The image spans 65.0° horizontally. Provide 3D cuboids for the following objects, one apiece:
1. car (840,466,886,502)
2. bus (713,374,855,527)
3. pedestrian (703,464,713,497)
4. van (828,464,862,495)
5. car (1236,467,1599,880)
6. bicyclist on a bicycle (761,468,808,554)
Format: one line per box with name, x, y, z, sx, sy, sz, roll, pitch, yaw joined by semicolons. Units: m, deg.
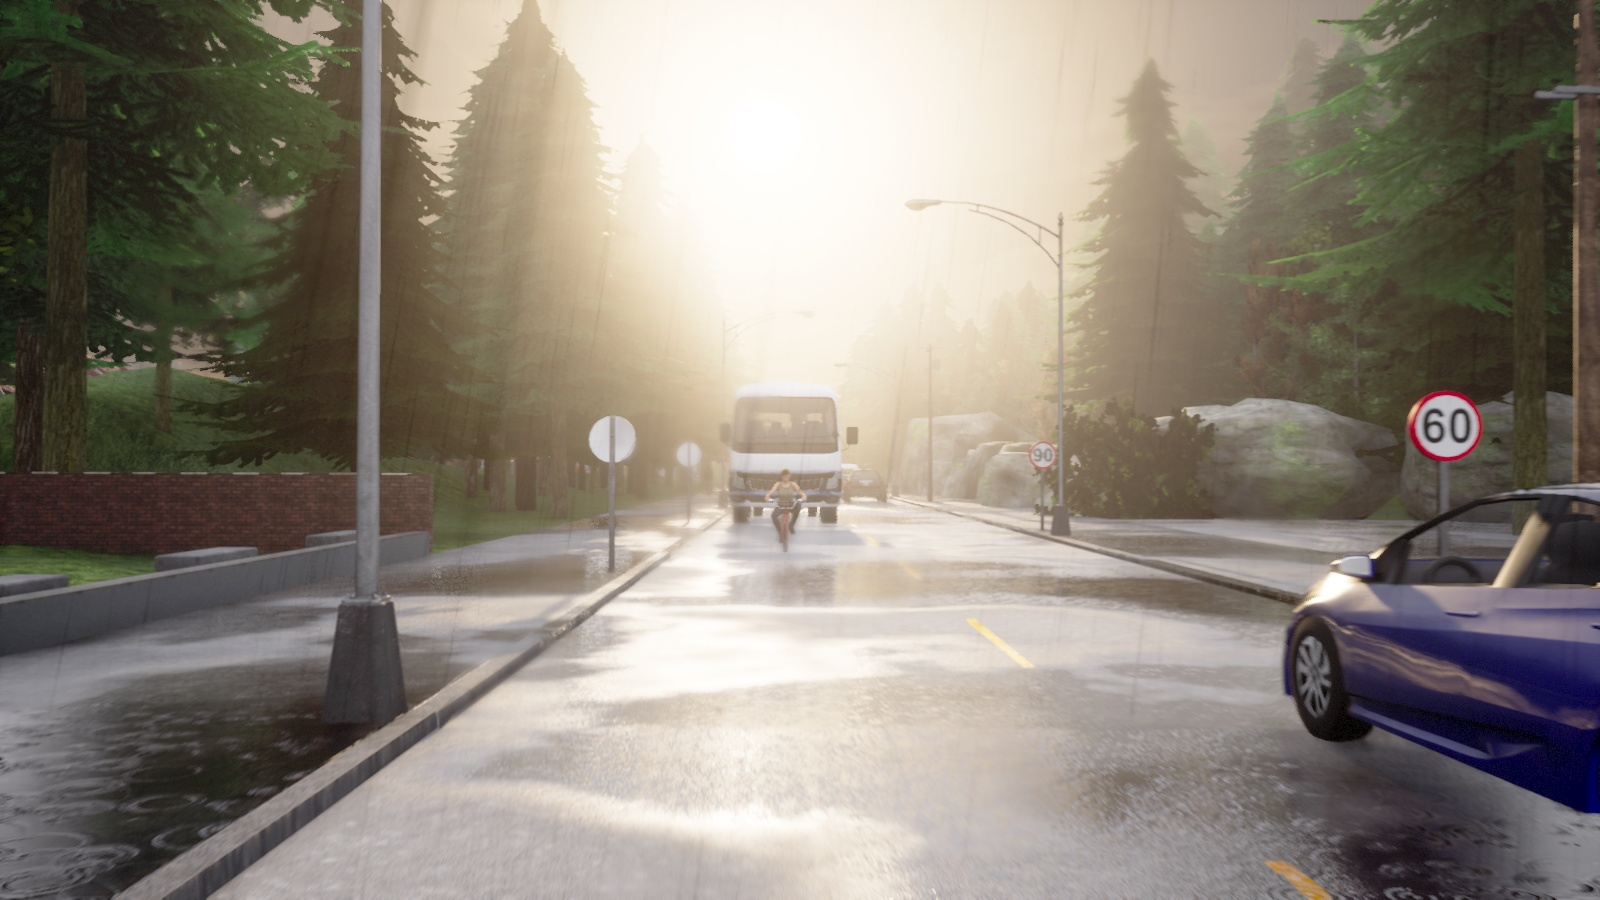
car;3.220;1.748;65.202;2.097;1.767;4.553;0;-1;-1
bus;-0.504;0.111;40.012;3.944;4.253;10.273;0;-1;-1
pedestrian;-5.196;1.739;70.975;0.431;1.840;0.703;0;-1;-13
van;3.007;1.936;84.316;2.069;2.038;4.480;0;-1;-1
car;3.931;0.843;6.072;2.007;1.525;4.514;0;-1;-1
bicyclist on a bicycle;-0.300;1.162;24.438;0.866;1.612;1.509;0;-1;0
